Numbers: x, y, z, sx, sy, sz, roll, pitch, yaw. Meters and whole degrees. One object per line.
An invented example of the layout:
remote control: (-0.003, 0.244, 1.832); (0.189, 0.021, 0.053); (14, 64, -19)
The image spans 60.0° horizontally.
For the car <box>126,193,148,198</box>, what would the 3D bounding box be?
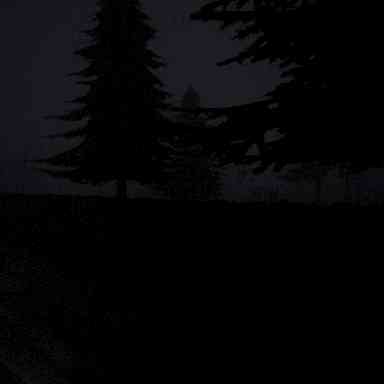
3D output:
car: (-9.445, 1.416, 58.511); (3.806, 1.475, 1.970); (0, 0, -39)

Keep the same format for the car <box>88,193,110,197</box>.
car: (-23.663, 1.167, 87.300); (5.027, 1.636, 2.152); (0, 0, -39)

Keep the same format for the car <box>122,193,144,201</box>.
car: (-13.432, 1.133, 75.384); (4.605, 1.855, 1.932); (0, 0, -39)

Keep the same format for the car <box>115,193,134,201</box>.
car: (-15.586, 1.107, 77.377); (3.866, 1.878, 1.905); (0, 0, -39)
